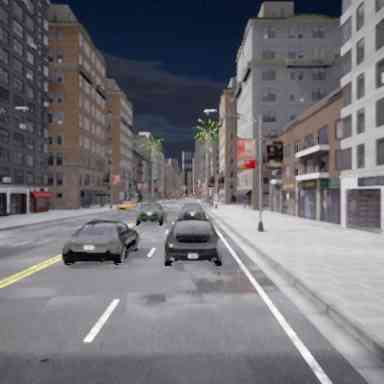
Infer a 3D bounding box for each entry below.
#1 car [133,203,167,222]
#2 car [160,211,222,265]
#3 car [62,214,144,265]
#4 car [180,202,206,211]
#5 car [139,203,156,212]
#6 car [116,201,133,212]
[{"bbox_3d":[-3.197,1.713,27.166,2.097,1.767,4.553,0,-1,0],"label":"car"},{"bbox_3d":[0.050,1.669,12.283,1.837,1.490,4.892,0,0,0],"label":"car"},{"bbox_3d":[-3.200,1.729,12.408,1.994,1.385,4.181,0,-1,1],"label":"car"},{"bbox_3d":[0.053,1.713,27.166,2.097,1.767,4.553,0,-1,0],"label":"car"},{"bbox_3d":[-6.578,2.276,49.783,1.895,1.301,4.718,0,-1,0],"label":"car"},{"bbox_3d":[-9.826,2.145,49.234,1.882,1.535,5.008,0,-1,0],"label":"car"}]
